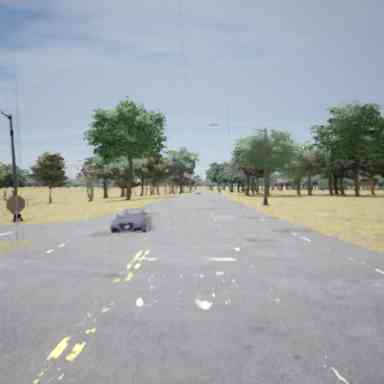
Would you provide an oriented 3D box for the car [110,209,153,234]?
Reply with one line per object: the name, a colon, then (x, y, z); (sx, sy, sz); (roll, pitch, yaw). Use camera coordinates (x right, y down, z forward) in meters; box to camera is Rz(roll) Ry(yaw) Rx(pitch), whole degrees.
car: (-3.496, 1.699, 19.782); (1.994, 1.385, 4.181); (-2, -1, 0)
